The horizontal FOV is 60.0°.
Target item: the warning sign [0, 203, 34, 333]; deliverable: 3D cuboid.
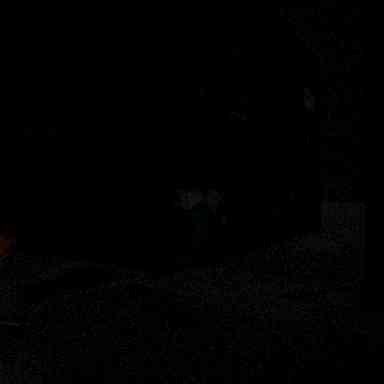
[{"bbox_3d":[-3.315,1.119,5.011,1.060,1.860,1.300,-1,0,35],"label":"warning sign"}]
